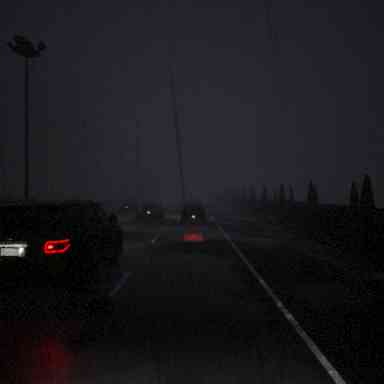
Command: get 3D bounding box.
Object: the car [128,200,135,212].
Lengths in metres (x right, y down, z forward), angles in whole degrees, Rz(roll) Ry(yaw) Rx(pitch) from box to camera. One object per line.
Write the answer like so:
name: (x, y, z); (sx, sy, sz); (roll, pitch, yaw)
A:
car: (-6.901, 1.587, 37.107); (1.994, 1.385, 4.181); (0, 0, 0)

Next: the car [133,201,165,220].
car: (-3.401, 1.573, 28.088); (1.994, 1.385, 4.181); (0, 0, 0)

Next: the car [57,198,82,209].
car: (-17.522, 1.550, 47.909); (1.837, 1.490, 4.892); (0, -1, 0)

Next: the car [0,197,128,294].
car: (-3.400, 1.217, 8.897); (2.150, 2.045, 5.566); (0, 0, 0)

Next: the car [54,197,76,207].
car: (-21.001, 1.596, 55.114); (1.837, 1.490, 4.892); (0, 0, 0)

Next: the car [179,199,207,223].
car: (0.099, 1.510, 25.974); (1.837, 1.490, 4.892); (0, 0, 0)

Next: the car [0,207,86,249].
car: (-6.900, 1.545, 15.788); (2.033, 1.411, 5.357); (0, 0, 0)
